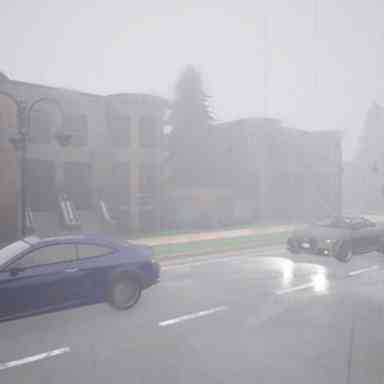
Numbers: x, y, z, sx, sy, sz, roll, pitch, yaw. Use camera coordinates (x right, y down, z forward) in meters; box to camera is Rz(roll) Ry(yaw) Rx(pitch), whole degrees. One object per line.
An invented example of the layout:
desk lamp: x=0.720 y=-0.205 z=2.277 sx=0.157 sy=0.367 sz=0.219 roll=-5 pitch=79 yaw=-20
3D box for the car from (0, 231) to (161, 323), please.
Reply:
car: x=-2.813 y=1.526 z=6.280 sx=4.674 sy=1.442 sz=1.812 roll=0 pitch=0 yaw=-36

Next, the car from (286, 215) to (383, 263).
car: x=5.363 y=1.563 z=12.100 sx=4.181 sy=1.385 sz=1.994 roll=0 pitch=0 yaw=-36
